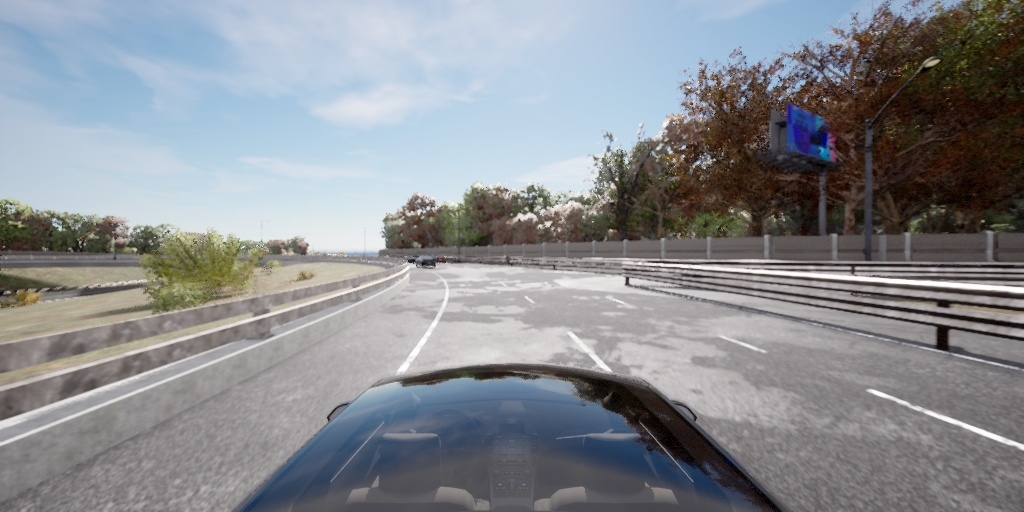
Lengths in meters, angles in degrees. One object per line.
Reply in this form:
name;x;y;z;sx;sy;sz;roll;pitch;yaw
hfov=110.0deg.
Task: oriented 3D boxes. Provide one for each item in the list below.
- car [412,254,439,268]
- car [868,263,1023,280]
car;-11.941;0.753;49.257;1.882;1.535;5.008;0;1;-27
car;21.261;1.070;17.629;5.357;1.411;2.033;0;1;26
